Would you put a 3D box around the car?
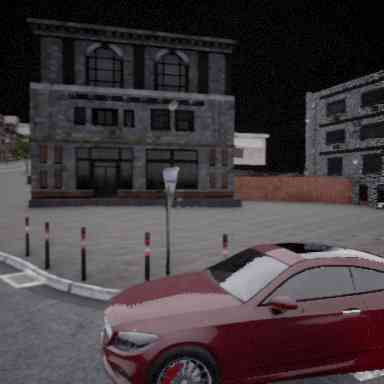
[{"bbox_3d":[1.248,1.435,4.360,4.674,1.442,1.812,1,1,-13],"label":"car"}]
